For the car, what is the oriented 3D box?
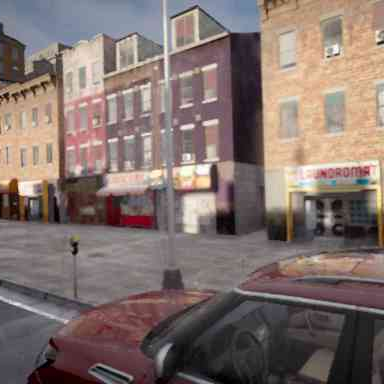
[{"bbox_3d":[1.060,1.318,2.080,5.009,1.841,2.192,-1,-2,35],"label":"car"}]
